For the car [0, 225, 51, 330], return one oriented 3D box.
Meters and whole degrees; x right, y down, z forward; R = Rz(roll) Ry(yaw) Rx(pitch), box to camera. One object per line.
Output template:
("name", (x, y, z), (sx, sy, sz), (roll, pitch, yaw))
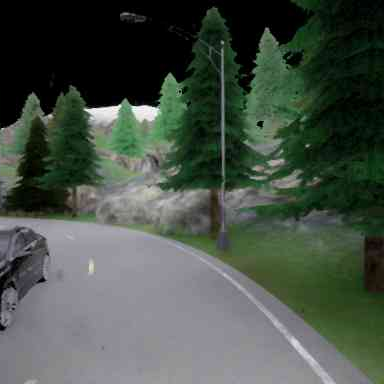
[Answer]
("car", (-4.221, 1.506, 6.784), (2.128, 1.511, 4.902), (0, 0, -12))
